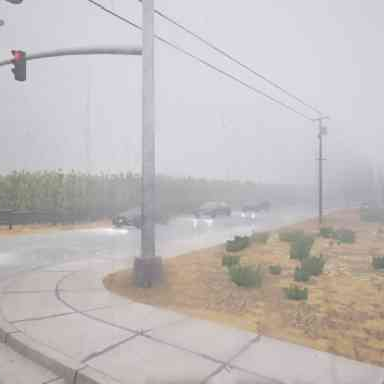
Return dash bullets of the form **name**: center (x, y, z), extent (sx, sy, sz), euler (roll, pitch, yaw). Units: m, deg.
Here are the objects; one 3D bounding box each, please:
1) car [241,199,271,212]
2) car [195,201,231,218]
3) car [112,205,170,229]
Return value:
- **car**: center (7.684, 1.582, 39.351), extent (2.033, 1.411, 5.357), euler (0, 0, 33)
- **car**: center (2.040, 1.561, 30.580), extent (1.812, 1.442, 4.674), euler (0, 0, 33)
- **car**: center (-3.335, 1.599, 22.265), extent (1.994, 1.385, 4.181), euler (0, 0, 33)
